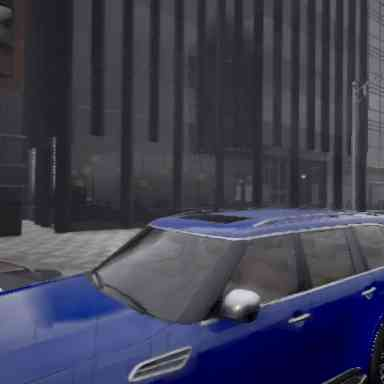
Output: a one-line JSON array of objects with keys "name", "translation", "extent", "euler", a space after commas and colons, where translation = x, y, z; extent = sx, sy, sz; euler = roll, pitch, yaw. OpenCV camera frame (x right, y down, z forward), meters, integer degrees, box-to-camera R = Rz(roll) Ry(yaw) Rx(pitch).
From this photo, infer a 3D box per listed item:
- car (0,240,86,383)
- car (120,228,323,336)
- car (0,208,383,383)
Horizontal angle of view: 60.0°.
[{"name": "car", "translation": [-3.785, 1.541, 3.949], "extent": [4.403, 1.369, 2.008], "euler": [1, 0, -35]}, {"name": "car", "translation": [0.784, 1.631, 7.201], "extent": [4.206, 1.307, 1.802], "euler": [1, 0, -35]}, {"name": "car", "translation": [0.376, 1.246, 3.654], "extent": [5.566, 2.045, 2.150], "euler": [1, 0, -35]}]
